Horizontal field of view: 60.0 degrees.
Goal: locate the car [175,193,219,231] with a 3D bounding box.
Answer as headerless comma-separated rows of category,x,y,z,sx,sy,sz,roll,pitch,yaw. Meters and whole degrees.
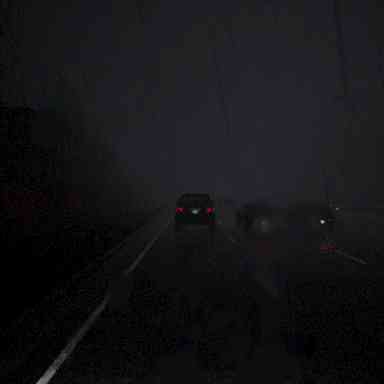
car,0.172,1.079,19.492,2.150,2.045,5.566,0,0,0

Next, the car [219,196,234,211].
car,3.739,1.229,36.377,2.128,1.511,4.902,0,0,0

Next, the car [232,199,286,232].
car,3.671,1.368,19.154,1.837,1.490,4.892,0,0,0

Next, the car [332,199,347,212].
car,14.232,1.358,34.789,1.895,1.301,4.718,0,0,0

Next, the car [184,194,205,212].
car,0.237,1.089,36.128,2.097,1.767,4.553,0,0,0

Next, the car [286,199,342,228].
car,7.177,1.359,20.675,1.837,1.490,4.892,0,0,0
